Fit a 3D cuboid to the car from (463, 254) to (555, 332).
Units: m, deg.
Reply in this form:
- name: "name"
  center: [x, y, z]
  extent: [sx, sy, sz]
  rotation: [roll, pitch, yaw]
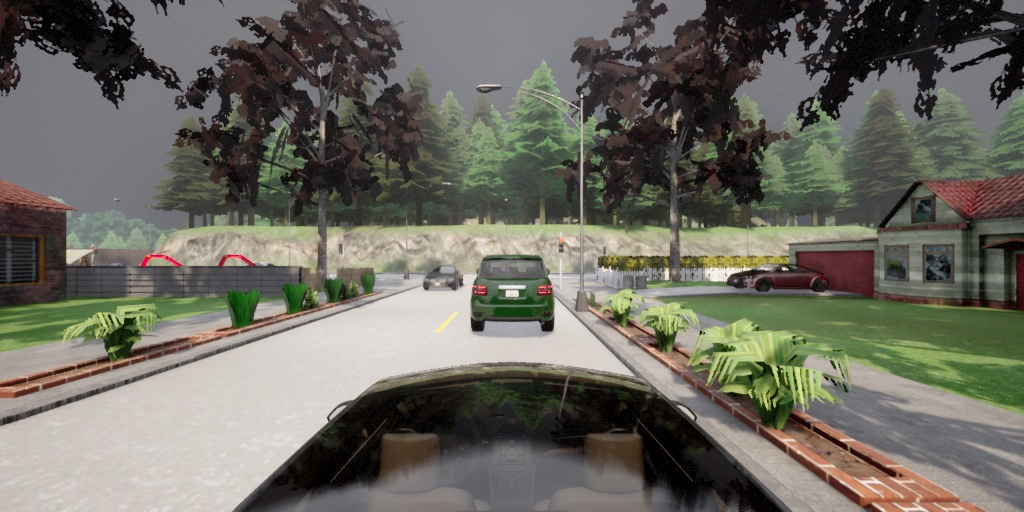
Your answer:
- name: "car"
  center: [0.030, 0.970, 11.044]
  extent: [2.150, 2.045, 5.566]
  rotation: [0, 0, 1]

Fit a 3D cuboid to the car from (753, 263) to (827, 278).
- name: "car"
  center: [29.115, 0.967, 37.680]
  extent: [5.566, 2.045, 2.150]
  rotation: [0, 0, 0]

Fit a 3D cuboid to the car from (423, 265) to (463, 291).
- name: "car"
  center: [-4.047, 1.273, 21.837]
  extent: [1.812, 1.442, 4.674]
  rotation: [0, 0, 0]

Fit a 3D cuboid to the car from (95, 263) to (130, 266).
- name: "car"
  center: [-37.206, 1.309, 33.595]
  extent: [4.181, 1.385, 1.994]
  rotation: [0, 0, 0]

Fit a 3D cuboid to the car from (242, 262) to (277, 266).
- name: "car"
  center: [-23.248, 1.272, 33.558]
  extent: [4.674, 1.442, 1.812]
  rotation: [0, 0, 0]
